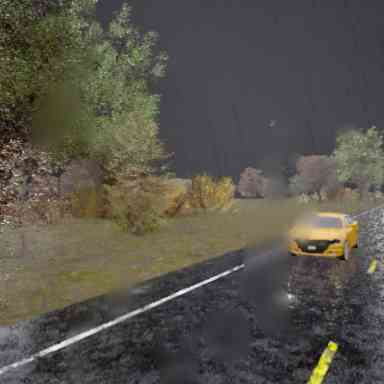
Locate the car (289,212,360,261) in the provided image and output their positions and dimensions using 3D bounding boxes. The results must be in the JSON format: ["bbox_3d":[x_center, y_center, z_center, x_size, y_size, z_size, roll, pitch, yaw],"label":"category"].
[{"bbox_3d":[5.293,1.566,13.019,1.882,1.535,5.008,-1,-1,33],"label":"car"}]
